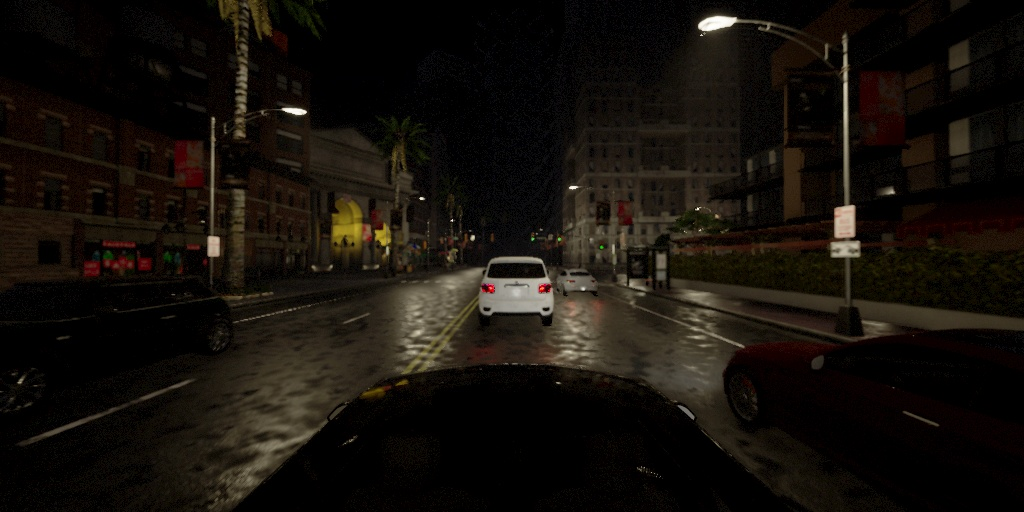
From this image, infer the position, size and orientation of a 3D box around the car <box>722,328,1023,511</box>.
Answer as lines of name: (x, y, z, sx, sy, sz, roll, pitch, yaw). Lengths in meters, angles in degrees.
car: (3.649, 1.286, 2.718, 1.812, 1.442, 4.674, 0, 0, 0)

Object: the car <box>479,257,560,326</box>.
car: (0.127, 1.075, 12.293, 2.150, 2.045, 5.566, 0, -1, 0)

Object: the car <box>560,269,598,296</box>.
car: (3.645, 1.464, 20.650, 1.812, 1.442, 4.674, 0, -1, 0)

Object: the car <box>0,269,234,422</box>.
car: (-7.079, 1.141, 5.816, 2.097, 1.767, 4.553, 0, -1, 0)
